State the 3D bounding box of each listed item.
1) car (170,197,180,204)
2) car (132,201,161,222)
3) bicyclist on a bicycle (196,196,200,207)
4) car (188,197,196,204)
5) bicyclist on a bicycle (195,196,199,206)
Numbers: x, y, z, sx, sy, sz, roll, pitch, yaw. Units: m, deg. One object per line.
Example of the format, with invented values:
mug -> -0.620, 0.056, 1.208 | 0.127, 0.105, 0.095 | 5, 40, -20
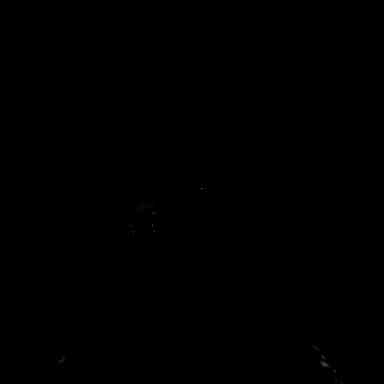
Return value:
car -> -3.505, 1.805, 68.432 | 2.033, 1.411, 5.357 | 0, 0, 0
car -> -3.600, 1.512, 27.083 | 1.882, 1.535, 5.008 | 0, 0, 0
bicyclist on a bicycle -> 0.958, 1.530, 52.159 | 0.659, 1.776, 1.843 | 0, 0, 0
car -> -0.004, 1.780, 70.395 | 1.837, 1.490, 4.892 | 0, 0, 0
bicyclist on a bicycle -> 0.957, 1.587, 61.168 | 0.659, 1.776, 1.843 | 0, 0, 0
